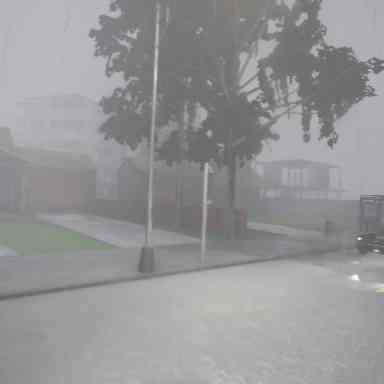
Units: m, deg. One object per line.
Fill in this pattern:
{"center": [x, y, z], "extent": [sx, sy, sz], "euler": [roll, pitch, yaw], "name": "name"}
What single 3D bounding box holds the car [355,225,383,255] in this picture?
{"center": [9.184, 2.156, 14.870], "extent": [4.718, 1.301, 1.895], "euler": [3, -1, -40], "name": "car"}
